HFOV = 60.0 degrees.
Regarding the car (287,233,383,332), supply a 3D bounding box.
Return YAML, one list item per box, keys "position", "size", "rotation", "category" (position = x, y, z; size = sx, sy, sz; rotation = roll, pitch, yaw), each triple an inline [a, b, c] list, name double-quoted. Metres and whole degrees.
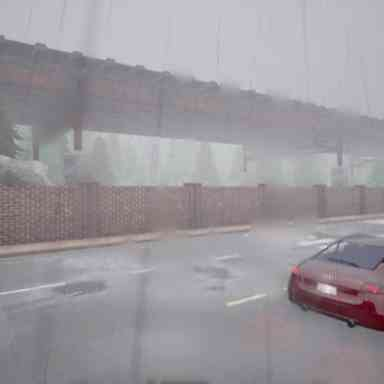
- position: [3.808, 1.517, 6.517]
  size: [4.181, 1.385, 1.994]
  rotation: [0, 0, -35]
  category: "car"
